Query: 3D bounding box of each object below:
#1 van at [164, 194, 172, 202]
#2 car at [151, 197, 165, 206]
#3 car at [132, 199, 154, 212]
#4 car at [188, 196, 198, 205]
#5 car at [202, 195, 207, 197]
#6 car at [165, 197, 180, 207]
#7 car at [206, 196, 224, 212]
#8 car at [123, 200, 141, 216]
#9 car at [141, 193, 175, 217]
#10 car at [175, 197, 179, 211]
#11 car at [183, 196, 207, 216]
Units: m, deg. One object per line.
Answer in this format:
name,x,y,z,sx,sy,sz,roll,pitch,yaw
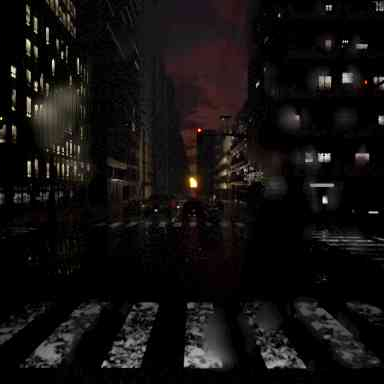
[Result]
van,-5.566,1.317,78.191,1.690,1.788,3.998,-1,0,0
car,-5.604,1.526,55.572,1.887,1.381,4.507,-1,0,0
car,-5.635,1.552,38.608,1.947,1.339,4.313,-1,0,0
car,0.210,1.457,61.310,1.882,1.535,5.008,0,0,0
car,2.805,1.417,72.521,1.967,1.590,4.097,-1,0,0
car,-2.995,1.530,52.108,2.033,1.411,5.357,0,0,0
car,2.745,1.537,38.593,2.008,1.369,4.403,-1,0,0
car,-5.646,1.513,32.784,1.752,1.417,4.829,-1,0,0
car,-3.048,1.210,31.085,2.150,2.045,5.566,0,0,0
car,-3.021,1.207,41.564,2.150,2.045,5.566,0,0,0
car,0.135,1.466,31.963,1.882,1.535,5.008,0,0,0
